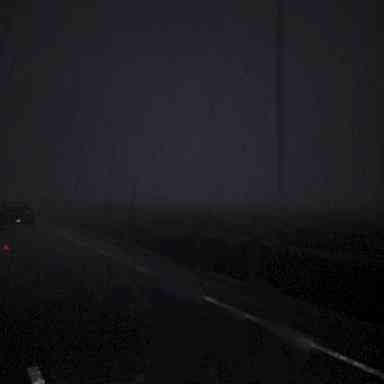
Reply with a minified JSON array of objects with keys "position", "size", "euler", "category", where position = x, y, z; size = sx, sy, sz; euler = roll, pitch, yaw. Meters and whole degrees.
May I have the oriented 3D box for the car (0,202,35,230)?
[{"position":[-10.750,1.335,19.949],"size":[2.128,1.511,4.902],"euler":[0,0,-35],"category":"car"}]
